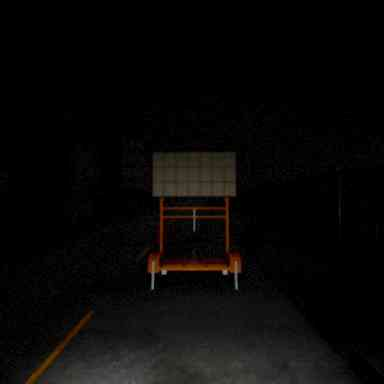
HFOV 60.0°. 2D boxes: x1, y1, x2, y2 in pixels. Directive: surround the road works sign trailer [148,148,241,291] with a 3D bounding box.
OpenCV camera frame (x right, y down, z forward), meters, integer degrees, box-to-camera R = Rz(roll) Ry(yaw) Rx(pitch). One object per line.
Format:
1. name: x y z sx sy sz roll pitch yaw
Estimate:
1. road works sign trailer: 0.066 0.571 9.329 2.380 3.560 2.880 0 -1 0
